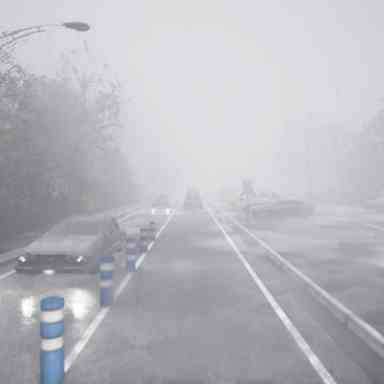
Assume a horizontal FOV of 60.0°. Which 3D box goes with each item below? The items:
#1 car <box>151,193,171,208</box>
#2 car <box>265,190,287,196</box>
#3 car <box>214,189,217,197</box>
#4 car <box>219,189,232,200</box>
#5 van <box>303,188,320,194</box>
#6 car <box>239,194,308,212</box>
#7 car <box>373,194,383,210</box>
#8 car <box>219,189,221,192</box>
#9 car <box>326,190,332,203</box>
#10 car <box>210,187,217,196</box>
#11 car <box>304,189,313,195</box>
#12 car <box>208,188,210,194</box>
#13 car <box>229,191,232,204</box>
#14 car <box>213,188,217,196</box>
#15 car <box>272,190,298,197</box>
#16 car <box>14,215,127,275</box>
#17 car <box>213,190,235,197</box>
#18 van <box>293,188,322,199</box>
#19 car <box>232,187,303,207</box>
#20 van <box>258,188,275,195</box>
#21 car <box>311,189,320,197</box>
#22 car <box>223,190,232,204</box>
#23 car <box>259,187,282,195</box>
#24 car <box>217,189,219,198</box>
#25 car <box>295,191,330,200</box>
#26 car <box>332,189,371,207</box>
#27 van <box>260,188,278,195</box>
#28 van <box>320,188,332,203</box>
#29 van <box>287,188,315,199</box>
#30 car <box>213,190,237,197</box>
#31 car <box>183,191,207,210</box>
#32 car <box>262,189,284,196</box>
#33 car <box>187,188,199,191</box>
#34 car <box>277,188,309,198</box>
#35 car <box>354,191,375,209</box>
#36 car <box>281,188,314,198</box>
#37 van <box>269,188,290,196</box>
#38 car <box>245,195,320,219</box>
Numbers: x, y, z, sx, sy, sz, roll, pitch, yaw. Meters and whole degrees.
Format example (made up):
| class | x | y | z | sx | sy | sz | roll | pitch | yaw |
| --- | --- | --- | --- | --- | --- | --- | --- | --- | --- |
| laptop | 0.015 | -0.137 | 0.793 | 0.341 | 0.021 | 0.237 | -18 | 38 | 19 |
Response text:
| class | x | y | z | sx | sy | sz | roll | pitch | yaw |
| --- | --- | --- | --- | --- | --- | --- | --- | --- | --- |
| car | -3.277 | 0.920 | 36.416 | 1.837 | 1.490 | 4.892 | 0 | 1 | 1 |
| car | 20.325 | 0.222 | 80.594 | 4.674 | 1.452 | 2.002 | 0 | 1 | 0 |
| car | 7.061 | 0.503 | 61.392 | 4.792 | 1.488 | 2.163 | 0 | 1 | 0 |
| car | 6.769 | 0.753 | 44.870 | 5.366 | 1.575 | 1.946 | 0 | 1 | 0 |
| van | 19.992 | 0.369 | 52.878 | 4.442 | 1.987 | 1.878 | 0 | 1 | 0 |
| car | 6.823 | 1.148 | 28.096 | 5.008 | 1.535 | 2.097 | 0 | 1 | 0 |
| car | 19.917 | 1.118 | 30.752 | 4.674 | 1.452 | 2.002 | 0 | 1 | 0 |
| car | 6.993 | 0.647 | 50.288 | 4.892 | 1.521 | 2.231 | 0 | 1 | 0 |
| car | 19.982 | 0.847 | 41.828 | 4.792 | 1.488 | 2.163 | 0 | 1 | 0 |
| car | 6.972 | 0.347 | 69.720 | 5.366 | 1.575 | 1.946 | 0 | 1 | 0 |
| car | 20.107 | 0.671 | 50.130 | 4.792 | 1.488 | 2.163 | 0 | 1 | 0 |
| car | 7.289 | 0.103 | 86.374 | 5.008 | 1.535 | 2.097 | 0 | 1 | 0 |
| car | 6.892 | 0.954 | 36.422 | 4.892 | 1.521 | 2.231 | 0 | 1 | 0 |
| car | 7.106 | 0.420 | 66.944 | 4.792 | 1.488 | 2.163 | 0 | 1 | 0 |
| car | 20.254 | 0.304 | 72.285 | 5.008 | 1.535 | 2.097 | 0 | 1 | 0 |
| car | -3.353 | 1.447 | 10.456 | 2.033 | 1.411 | 5.357 | 0 | 1 | 0 |
| car | 7.197 | 0.269 | 75.270 | 4.892 | 1.521 | 2.231 | 0 | 1 | 0 |
| van | 20.262 | 0.284 | 58.432 | 4.442 | 1.987 | 1.878 | 0 | 1 | 0 |
| car | 6.868 | 0.832 | 30.865 | 5.566 | 2.045 | 2.435 | 0 | 1 | 0 |
| van | 20.534 | -0.208 | 91.670 | 4.442 | 1.987 | 1.878 | 0 | 1 | 0 |
| car | 20.085 | 0.722 | 47.491 | 4.792 | 1.488 | 2.163 | 0 | 1 | 0 |
| car | 6.723 | 0.884 | 39.199 | 5.366 | 1.575 | 1.946 | 0 | 1 | 0 |
| car | 20.345 | -0.154 | 86.255 | 5.566 | 2.045 | 2.435 | 0 | 1 | 0 |
| car | 7.074 | 0.585 | 55.840 | 4.792 | 1.488 | 2.163 | 0 | 1 | 0 |
| car | 20.128 | 0.551 | 55.666 | 5.008 | 1.535 | 2.097 | 0 | 1 | 0 |
| car | 20.016 | 0.631 | 39.053 | 5.566 | 2.045 | 2.435 | 0 | 1 | 0 |
| van | 20.513 | -0.169 | 89.025 | 4.442 | 1.987 | 1.878 | 0 | 1 | 0 |
| van | 20.150 | 0.526 | 44.714 | 4.442 | 1.987 | 1.878 | 0 | 1 | 0 |
| van | 20.051 | 0.243 | 61.203 | 4.442 | 1.987 | 1.878 | 0 | 1 | 0 |
| car | 7.187 | 0.310 | 72.494 | 4.892 | 1.521 | 2.231 | 0 | 1 | 0 |
| car | 0.105 | 0.941 | 34.278 | 2.128 | 1.511 | 4.902 | 0 | 1 | 0 |
| car | 20.344 | 0.140 | 83.365 | 5.008 | 1.535 | 2.097 | 0 | 1 | 0 |
| car | 0.138 | 0.417 | 48.854 | 2.150 | 2.045 | 5.566 | 0 | 1 | 0 |
| car | 20.186 | 0.135 | 66.741 | 5.566 | 2.045 | 2.435 | 0 | 1 | 0 |
| car | 19.756 | 1.010 | 33.522 | 5.366 | 1.575 | 1.946 | 0 | 1 | 0 |
| car | 20.163 | 0.177 | 63.971 | 5.566 | 2.045 | 2.435 | 0 | 1 | 0 |
| van | 20.422 | -0.005 | 77.946 | 4.442 | 1.987 | 1.878 | 0 | 1 | 0 |
| car | 6.765 | 1.243 | 25.322 | 4.792 | 1.488 | 2.163 | 0 | 1 | 0 |
